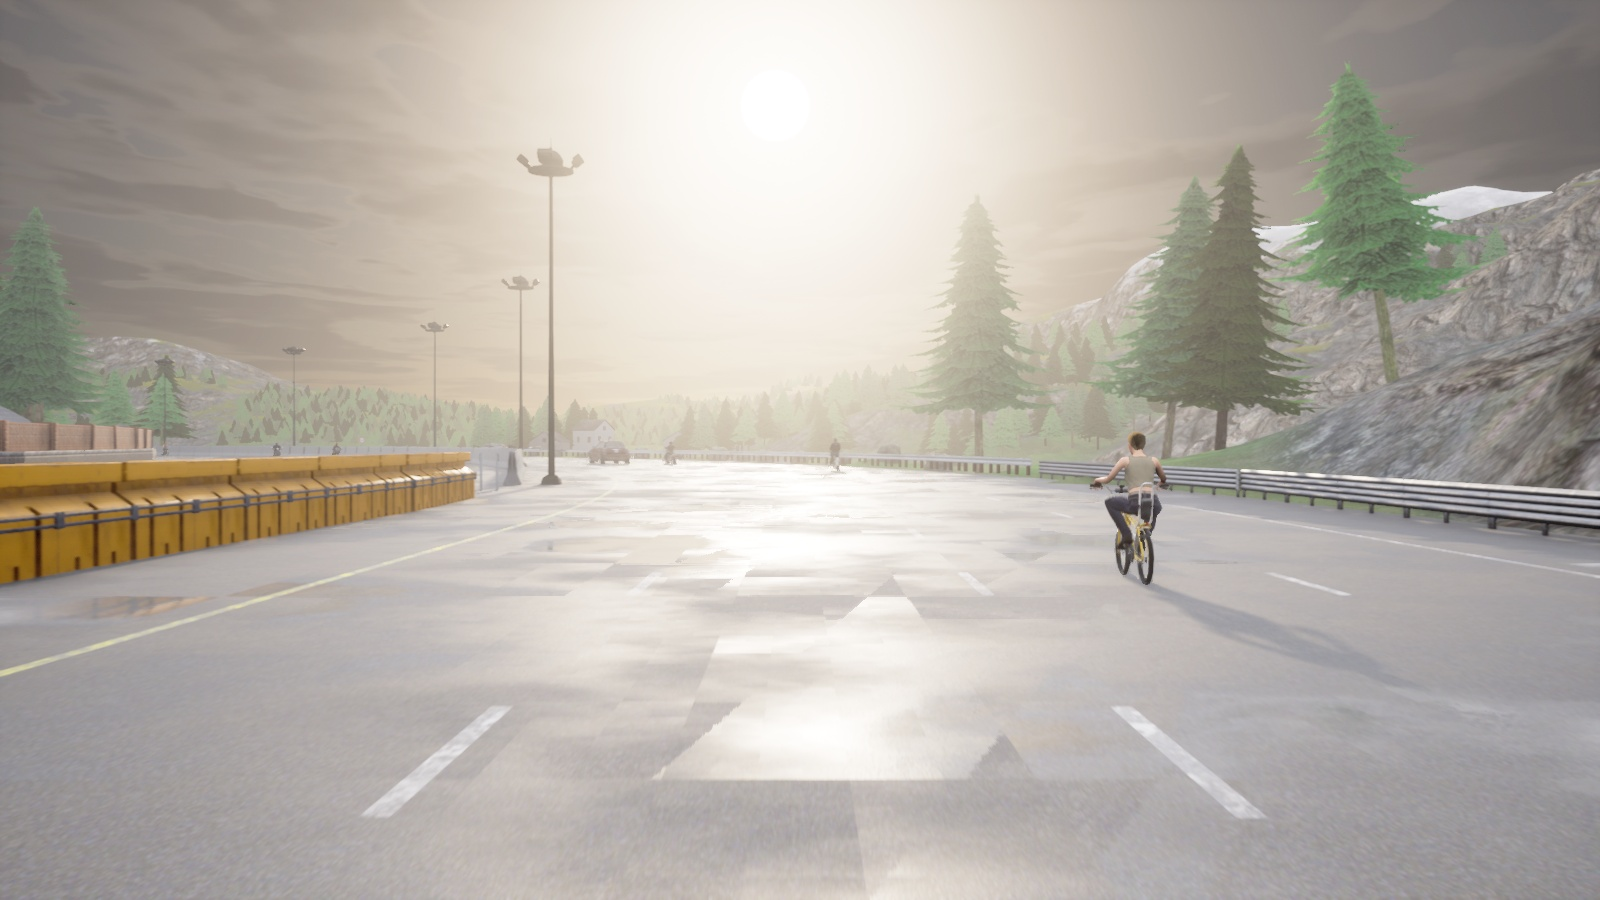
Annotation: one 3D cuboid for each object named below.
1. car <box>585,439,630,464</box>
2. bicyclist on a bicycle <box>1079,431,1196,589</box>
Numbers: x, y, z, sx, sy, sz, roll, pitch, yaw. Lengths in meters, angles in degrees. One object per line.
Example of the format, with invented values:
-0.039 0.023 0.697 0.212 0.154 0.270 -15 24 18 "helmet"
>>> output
-13.813 0.086 90.015 2.097 1.767 4.553 0 0 -23 "car"
3.600 0.610 13.541 0.866 1.612 1.509 0 0 1 "bicyclist on a bicycle"
